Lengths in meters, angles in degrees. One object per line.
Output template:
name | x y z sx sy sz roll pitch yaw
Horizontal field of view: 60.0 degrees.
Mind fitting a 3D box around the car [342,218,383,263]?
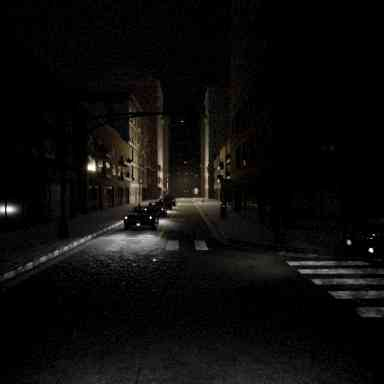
car | 7.651 1.212 10.149 5.566 2.045 2.150 0 0 4

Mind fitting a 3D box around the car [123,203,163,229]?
car | -3.185 1.595 21.732 1.895 1.301 4.718 0 0 -1

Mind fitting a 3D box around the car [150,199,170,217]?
car | -3.324 1.589 30.961 1.895 1.301 4.718 0 0 -1

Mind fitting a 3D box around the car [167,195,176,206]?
car | -3.561 1.321 51.017 2.097 1.767 4.553 0 0 -1

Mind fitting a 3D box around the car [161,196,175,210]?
car | -3.460 1.544 41.035 1.994 1.385 4.181 0 0 -1
